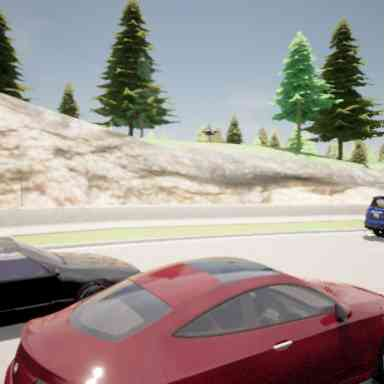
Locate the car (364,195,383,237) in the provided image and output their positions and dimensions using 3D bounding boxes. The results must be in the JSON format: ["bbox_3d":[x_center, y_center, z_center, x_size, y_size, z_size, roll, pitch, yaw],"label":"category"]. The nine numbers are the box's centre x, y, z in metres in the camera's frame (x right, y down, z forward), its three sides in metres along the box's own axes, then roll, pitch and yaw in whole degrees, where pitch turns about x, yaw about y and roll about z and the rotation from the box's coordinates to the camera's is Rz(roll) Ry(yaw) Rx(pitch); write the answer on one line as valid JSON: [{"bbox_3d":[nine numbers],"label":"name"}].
[{"bbox_3d":[10.867,1.172,15.527,5.566,2.045,2.150,0,0,-13],"label":"car"}]

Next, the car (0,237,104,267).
[{"bbox_3d":[-3.492,1.471,5.445,5.357,1.411,2.033,0,1,-34],"label":"car"}]

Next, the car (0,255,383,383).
[{"bbox_3d":[0.563,1.495,3.763,4.674,1.442,1.812,0,0,-32],"label":"car"}]
